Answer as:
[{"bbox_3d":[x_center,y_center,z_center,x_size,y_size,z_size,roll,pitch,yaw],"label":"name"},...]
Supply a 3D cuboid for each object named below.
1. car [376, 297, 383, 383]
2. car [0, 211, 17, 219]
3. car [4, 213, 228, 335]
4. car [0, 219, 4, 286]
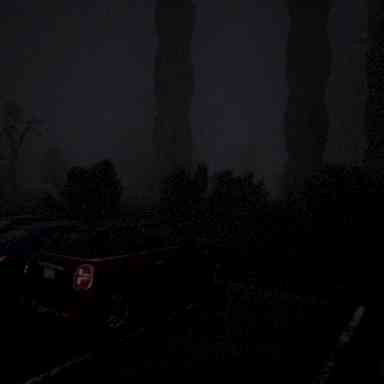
[{"bbox_3d":[3.324,1.479,3.774,1.946,1.575,5.366,0,0,35],"label":"car"},{"bbox_3d":[-5.537,1.461,10.325,2.002,1.452,4.674,1,0,36],"label":"car"},{"bbox_3d":[-1.066,1.335,7.095,2.185,1.767,4.553,1,0,35],"label":"car"},{"bbox_3d":[-3.298,1.481,8.722,2.002,1.452,4.674,1,0,36],"label":"car"}]
